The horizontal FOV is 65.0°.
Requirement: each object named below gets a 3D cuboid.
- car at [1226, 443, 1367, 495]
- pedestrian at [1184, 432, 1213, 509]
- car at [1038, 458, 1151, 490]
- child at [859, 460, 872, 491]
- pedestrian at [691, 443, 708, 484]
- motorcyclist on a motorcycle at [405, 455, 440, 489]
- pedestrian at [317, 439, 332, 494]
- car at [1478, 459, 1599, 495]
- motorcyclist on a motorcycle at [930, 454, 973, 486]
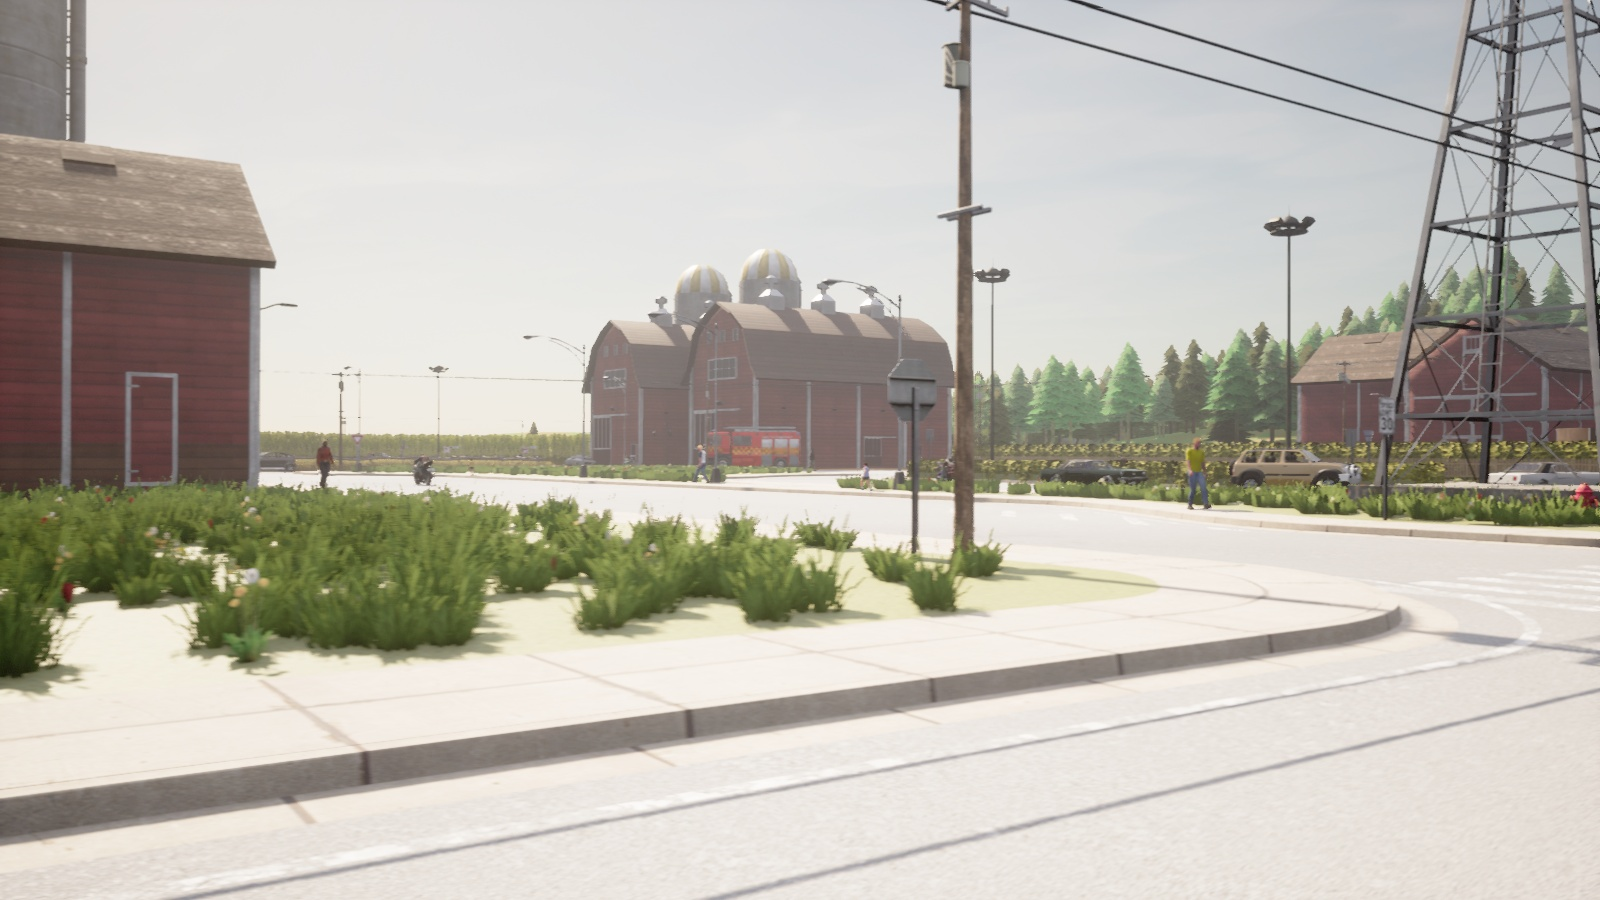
[{"bbox_3d":[18.832,0.711,47.709,4.605,1.855,1.932,-1,0,38],"label":"car"},{"bbox_3d":[9.718,0.497,30.620,0.354,1.836,0.706,0,0,-15],"label":"pedestrian"},{"bbox_3d":[12.711,1.021,54.503,1.895,1.301,4.718,0,0,-35],"label":"car"},{"bbox_3d":[2.388,0.934,45.701,0.255,1.110,0.394,0,0,-38],"label":"child"},{"bbox_3d":[-4.560,0.597,56.954,0.706,1.836,0.354,0,0,33],"label":"pedestrian"},{"bbox_3d":[-17.472,0.990,58.070,0.866,1.530,2.191,0,0,-36],"label":"motorcyclist on a motorcycle"},{"bbox_3d":[-16.178,0.557,42.684,0.331,1.846,0.636,0,0,-35],"label":"pedestrian"},{"bbox_3d":[27.945,0.983,46.824,4.718,1.301,1.895,0,0,-17],"label":"car"},{"bbox_3d":[7.458,0.985,61.878,0.866,1.530,2.191,0,0,-36],"label":"motorcyclist on a motorcycle"}]
